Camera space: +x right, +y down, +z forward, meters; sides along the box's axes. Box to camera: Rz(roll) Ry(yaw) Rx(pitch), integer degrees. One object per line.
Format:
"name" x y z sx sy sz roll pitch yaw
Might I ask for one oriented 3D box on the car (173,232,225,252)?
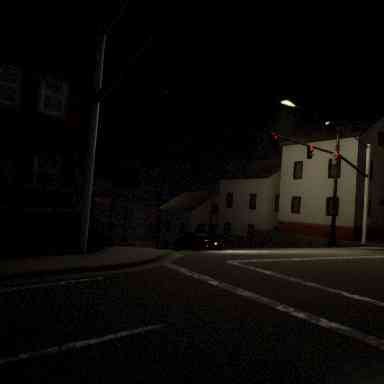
"car" 0.424 3.526 23.647 1.994 1.385 4.181 6 -12 -35

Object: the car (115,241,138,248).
"car" -7.273 5.754 34.175 1.882 1.535 5.008 6 -18 -36
